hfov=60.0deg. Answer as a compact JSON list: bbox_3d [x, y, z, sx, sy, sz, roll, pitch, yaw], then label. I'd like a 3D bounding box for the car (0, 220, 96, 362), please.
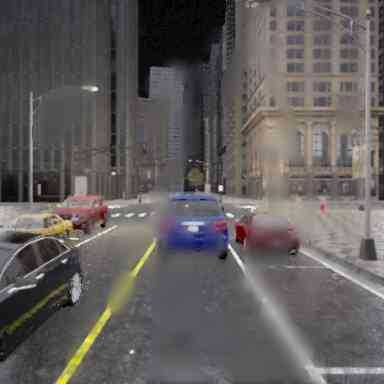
[{"bbox_3d":[-3.113,1.454,4.962,1.837,1.490,4.892,0,1,0],"label":"car"}]

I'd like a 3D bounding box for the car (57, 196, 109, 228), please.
[{"bbox_3d":[-5.911,1.147,17.907,2.192,1.841,5.009,0,1,0],"label":"car"}]

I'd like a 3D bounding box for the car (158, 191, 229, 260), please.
[{"bbox_3d":[0.033,1.105,12.004,2.150,2.045,5.566,0,0,0],"label":"car"}]

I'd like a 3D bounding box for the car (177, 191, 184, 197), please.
[{"bbox_3d":[-3.286,0.511,93.873,1.837,1.490,4.892,0,0,0],"label":"car"}]

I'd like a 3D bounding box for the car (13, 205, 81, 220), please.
[{"bbox_3d":[-5.893,1.407,12.280,1.752,1.417,4.829,0,1,0],"label":"car"}]

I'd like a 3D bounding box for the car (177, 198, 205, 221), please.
[{"bbox_3d":[-0.129,1.300,26.437,2.033,1.411,5.357,0,1,-1],"label":"car"}]

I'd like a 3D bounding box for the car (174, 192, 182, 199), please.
[{"bbox_3d":[-3.221,0.886,77.431,1.882,1.535,5.008,0,0,0],"label":"car"}]

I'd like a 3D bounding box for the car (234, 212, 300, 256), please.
[{"bbox_3d":[2.631,1.424,12.478,1.887,1.381,4.507,0,1,0],"label":"car"}]
